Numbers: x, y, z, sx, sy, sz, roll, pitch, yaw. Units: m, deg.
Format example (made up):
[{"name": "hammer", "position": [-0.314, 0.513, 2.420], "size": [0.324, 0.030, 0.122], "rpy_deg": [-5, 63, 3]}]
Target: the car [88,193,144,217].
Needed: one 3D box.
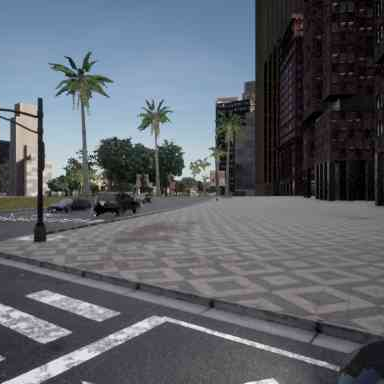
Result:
[{"name": "car", "position": [-6.650, 1.062, 29.838], "size": [2.150, 2.045, 5.566], "rpy_deg": [0, 0, 14]}]

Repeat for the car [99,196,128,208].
[{"name": "car", "position": [-10.218, 1.259, 43.589], "size": [1.812, 1.442, 4.674], "rpy_deg": [0, 1, 13]}]

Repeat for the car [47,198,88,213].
[{"name": "car", "position": [-12.444, 1.362, 34.196], "size": [2.033, 1.411, 5.357], "rpy_deg": [0, 0, 14]}]

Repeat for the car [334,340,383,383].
[{"name": "car", "position": [3.181, 1.505, 1.441], "size": [4.892, 1.490, 1.837], "rpy_deg": [0, 0, 34]}]

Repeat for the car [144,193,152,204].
[{"name": "car", "position": [-8.087, 0.994, 53.670], "size": [2.097, 1.767, 4.553], "rpy_deg": [0, 1, 11]}]
